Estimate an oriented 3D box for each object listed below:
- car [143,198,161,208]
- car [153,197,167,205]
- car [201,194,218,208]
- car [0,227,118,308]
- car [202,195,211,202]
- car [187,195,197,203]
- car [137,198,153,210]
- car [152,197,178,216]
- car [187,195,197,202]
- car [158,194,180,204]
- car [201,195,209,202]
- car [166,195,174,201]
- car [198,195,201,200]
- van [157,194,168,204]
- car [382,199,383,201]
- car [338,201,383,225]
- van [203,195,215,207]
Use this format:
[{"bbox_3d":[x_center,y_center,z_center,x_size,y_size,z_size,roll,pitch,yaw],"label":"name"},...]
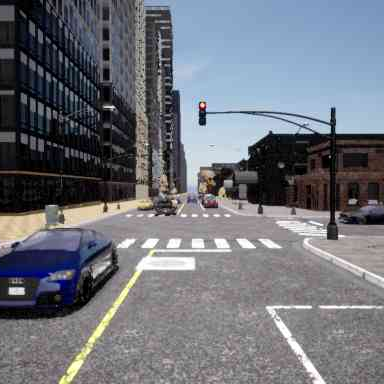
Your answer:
[{"bbox_3d":[-5.658,1.555,47.569,1.947,1.339,4.313,-1,0,0],"label":"car"},{"bbox_3d":[-5.655,1.553,58.859,1.947,1.339,4.313,-1,0,0],"label":"car"},{"bbox_3d":[2.687,1.429,47.513,1.967,1.590,4.097,-1,0,0],"label":"car"},{"bbox_3d":[-3.099,1.562,7.869,1.994,1.385,4.181,0,0,0],"label":"car"},{"bbox_3d":[3.163,1.488,73.421,1.837,1.490,4.892,0,0,0],"label":"car"},{"bbox_3d":[0.016,1.339,70.043,2.097,1.767,4.553,0,0,0],"label":"car"},{"bbox_3d":[-5.830,1.515,41.756,1.752,1.417,4.829,-1,0,0],"label":"car"},{"bbox_3d":[-2.638,1.497,32.106,1.837,1.490,4.892,0,0,-7],"label":"car"},{"bbox_3d":[0.018,1.430,78.857,2.128,1.511,4.902,0,0,0],"label":"car"},{"bbox_3d":[-3.088,1.344,45.475,2.097,1.767,4.553,0,0,0],"label":"car"},{"bbox_3d":[3.164,1.488,80.422,1.837,1.490,4.892,0,0,0],"label":"car"},{"bbox_3d":[-5.649,1.509,86.909,1.752,1.417,4.829,-1,0,0],"label":"car"},{"bbox_3d":[2.688,1.302,58.801,2.192,1.841,5.009,-1,0,0],"label":"car"},{"bbox_3d":[-5.657,1.327,64.502,1.690,1.788,3.998,-1,0,0],"label":"van"},{"bbox_3d":[16.532,1.415,27.221,5.009,1.841,2.192,1,0,1],"label":"car"},{"bbox_3d":[13.851,1.662,24.690,5.357,1.411,2.033,1,1,2],"label":"car"},{"bbox_3d":[2.687,1.329,53.157,1.690,1.788,3.998,-1,0,0],"label":"van"}]
